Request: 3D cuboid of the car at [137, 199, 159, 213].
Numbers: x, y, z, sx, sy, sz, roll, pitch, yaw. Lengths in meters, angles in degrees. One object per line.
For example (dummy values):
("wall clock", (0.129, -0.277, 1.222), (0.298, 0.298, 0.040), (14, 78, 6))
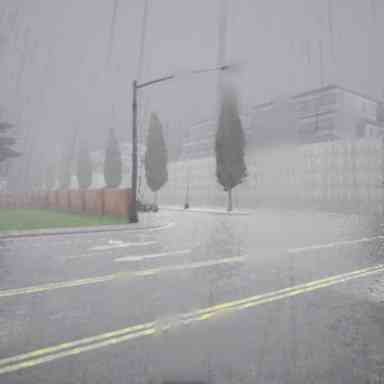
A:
("car", (-5.580, 1.625, 38.634), (1.837, 1.490, 4.892), (0, 0, -36))
